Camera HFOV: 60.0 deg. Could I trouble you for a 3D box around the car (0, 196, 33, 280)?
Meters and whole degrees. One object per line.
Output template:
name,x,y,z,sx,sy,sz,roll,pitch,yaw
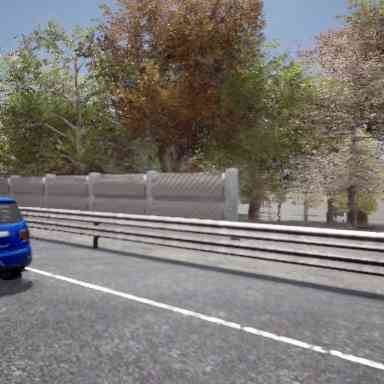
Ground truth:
car,-6.253,1.093,8.337,5.566,2.045,2.150,1,0,36
